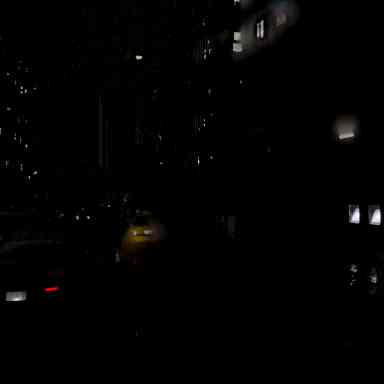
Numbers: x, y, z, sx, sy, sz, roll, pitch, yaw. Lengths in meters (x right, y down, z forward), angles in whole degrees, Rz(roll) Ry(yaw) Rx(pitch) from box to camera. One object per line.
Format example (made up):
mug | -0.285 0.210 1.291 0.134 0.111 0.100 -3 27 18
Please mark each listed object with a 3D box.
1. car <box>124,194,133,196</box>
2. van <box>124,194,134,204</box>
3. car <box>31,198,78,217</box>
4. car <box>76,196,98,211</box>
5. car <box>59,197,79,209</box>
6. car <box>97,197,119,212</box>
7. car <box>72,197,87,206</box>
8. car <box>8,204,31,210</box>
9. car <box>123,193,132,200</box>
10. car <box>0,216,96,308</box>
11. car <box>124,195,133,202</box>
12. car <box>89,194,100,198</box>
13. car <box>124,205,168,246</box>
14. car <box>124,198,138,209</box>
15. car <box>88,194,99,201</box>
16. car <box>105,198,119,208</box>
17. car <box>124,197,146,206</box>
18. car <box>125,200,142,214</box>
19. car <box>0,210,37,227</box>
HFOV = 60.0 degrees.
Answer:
car | -10.975 1.458 58.462 1.967 1.590 4.097 1 0 -12
van | -12.087 1.359 63.890 1.690 1.788 3.998 1 0 -12
car | -9.884 1.494 24.298 1.882 1.535 5.008 0 1 -11
car | -13.332 1.589 41.563 2.033 1.411 5.357 0 0 -12
car | -16.946 1.462 45.872 1.967 1.590 4.097 1 0 -12
car | -9.830 1.583 39.735 1.994 1.385 4.181 0 0 -11
car | -19.176 1.566 56.726 1.887 1.381 4.507 1 0 -12
car | -12.458 1.543 23.995 1.752 1.417 4.829 1 0 -12
car | -17.656 1.328 91.028 2.192 1.841 5.009 1 0 -12
car | -3.314 1.531 7.678 1.812 1.442 4.674 0 0 -12
car | -14.317 1.457 74.745 1.967 1.590 4.097 1 0 -12
car | -23.632 1.570 78.436 2.008 1.369 4.403 1 0 -12
car | -2.100 1.534 15.208 1.752 1.417 4.829 1 0 -12
car | -8.749 1.584 47.606 1.947 1.339 4.313 1 0 -12
car | -24.741 1.333 83.864 2.192 1.841 5.009 1 0 -12
car | -11.880 1.620 49.521 1.895 1.301 4.718 0 0 -11
car | -4.292 1.454 25.897 1.967 1.590 4.097 1 0 -12
car | -6.522 1.599 36.752 1.802 1.307 4.206 1 0 -12
car | -7.442 1.574 12.353 1.994 1.385 4.181 0 0 -12
